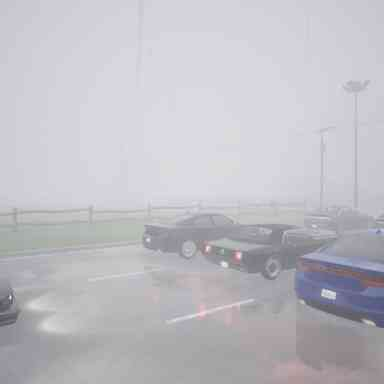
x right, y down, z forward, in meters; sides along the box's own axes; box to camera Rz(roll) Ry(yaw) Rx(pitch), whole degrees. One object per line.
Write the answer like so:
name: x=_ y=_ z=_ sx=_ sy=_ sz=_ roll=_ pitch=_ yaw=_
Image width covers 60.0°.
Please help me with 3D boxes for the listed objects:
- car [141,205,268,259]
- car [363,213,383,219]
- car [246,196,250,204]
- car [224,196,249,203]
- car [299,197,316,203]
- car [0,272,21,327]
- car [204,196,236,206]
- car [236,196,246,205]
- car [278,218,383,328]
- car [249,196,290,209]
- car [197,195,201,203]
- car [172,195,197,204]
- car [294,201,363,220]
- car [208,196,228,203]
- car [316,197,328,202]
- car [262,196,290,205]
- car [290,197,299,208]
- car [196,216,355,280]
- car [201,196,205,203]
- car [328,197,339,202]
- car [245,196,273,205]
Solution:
car: x=0.529 y=1.478 z=12.731 sx=5.008 sy=1.535 sz=1.882 roll=0 pitch=0 yaw=-36
car: x=10.167 y=1.505 z=15.339 sx=4.892 sy=1.490 sz=1.837 roll=0 pitch=0 yaw=-36
car: x=9.331 y=1.505 z=57.722 sx=1.837 sy=1.490 sz=4.892 roll=0 pitch=0 yaw=-36
car: x=9.265 y=1.540 z=69.813 sx=2.033 sy=1.411 sz=5.357 roll=0 pitch=0 yaw=-36
car: x=15.295 y=1.491 z=49.560 sx=2.128 sy=1.511 sz=4.902 roll=0 pitch=0 yaw=-36
car: x=-5.285 y=1.547 z=4.272 sx=5.357 sy=1.411 sz=2.033 roll=0 pitch=0 yaw=-35
car: x=4.427 y=1.564 z=52.560 sx=1.994 sy=1.385 sz=4.181 roll=0 pitch=0 yaw=-36
car: x=6.247 y=1.505 z=56.008 sx=1.837 sy=1.490 sz=4.892 roll=0 pitch=0 yaw=-36
car: x=4.190 y=1.478 z=6.743 sx=5.008 sy=1.535 sz=1.882 roll=0 pitch=0 yaw=-36
car: x=10.326 y=1.526 z=44.500 sx=1.812 sy=1.442 sz=4.674 roll=0 pitch=0 yaw=-36
car: x=-0.895 y=1.601 z=65.862 sx=1.895 sy=1.301 sz=4.718 roll=0 pitch=0 yaw=-36
car: x=-1.818 y=1.354 z=61.126 sx=2.097 sy=1.767 sz=4.553 roll=0 pitch=0 yaw=-36
car: x=8.122 y=1.492 z=18.180 sx=4.902 sy=1.511 sz=2.128 roll=0 pitch=0 yaw=-36
car: x=5.371 y=1.564 z=69.206 sx=1.994 sy=1.385 sz=4.181 roll=0 pitch=0 yaw=-36
car: x=18.064 y=1.526 z=51.722 sx=1.812 sy=1.442 sz=4.674 roll=0 pitch=0 yaw=-36
car: x=15.438 y=1.491 z=61.258 sx=2.128 sy=1.511 sz=4.902 roll=0 pitch=0 yaw=-36
car: x=12.350 y=1.601 z=47.657 sx=1.895 sy=1.301 sz=4.718 roll=0 pitch=0 yaw=-36
car: x=2.664 y=1.601 z=9.956 sx=4.718 sy=1.301 sz=1.895 roll=0 pitch=0 yaw=-35
car: x=1.816 y=1.478 z=68.110 sx=1.882 sy=1.535 sz=5.008 roll=0 pitch=0 yaw=-36
car: x=21.330 y=1.505 z=53.173 sx=1.837 sy=1.490 sz=4.892 roll=0 pitch=0 yaw=-36
car: x=12.055 y=1.491 z=59.942 sx=2.128 sy=1.511 sz=4.902 roll=0 pitch=0 yaw=-36
